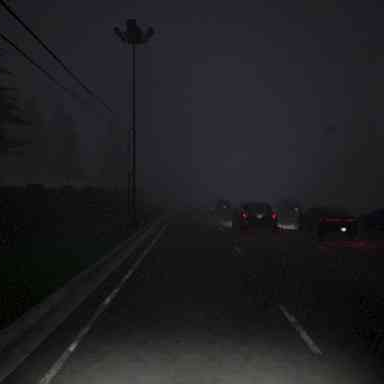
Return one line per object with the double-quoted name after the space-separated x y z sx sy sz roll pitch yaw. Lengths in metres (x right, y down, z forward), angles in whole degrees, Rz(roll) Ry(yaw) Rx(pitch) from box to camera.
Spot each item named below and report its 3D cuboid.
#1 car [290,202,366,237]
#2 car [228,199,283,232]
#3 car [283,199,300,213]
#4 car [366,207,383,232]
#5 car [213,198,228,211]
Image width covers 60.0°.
7.140 1.501 18.058 1.837 1.490 4.892 0 0 0 "car"
3.644 1.346 19.966 2.097 1.767 4.553 0 0 0 "car"
10.684 1.496 36.463 1.837 1.490 4.892 0 0 0 "car"
10.639 1.476 17.436 1.882 1.535 5.008 0 0 0 "car"
3.693 1.490 40.446 1.837 1.490 4.892 0 0 0 "car"
